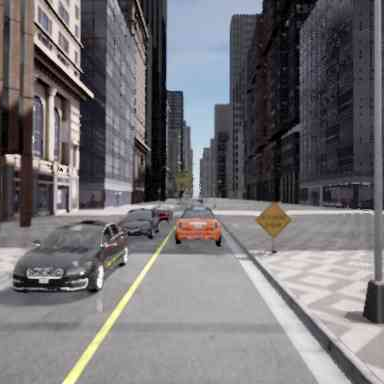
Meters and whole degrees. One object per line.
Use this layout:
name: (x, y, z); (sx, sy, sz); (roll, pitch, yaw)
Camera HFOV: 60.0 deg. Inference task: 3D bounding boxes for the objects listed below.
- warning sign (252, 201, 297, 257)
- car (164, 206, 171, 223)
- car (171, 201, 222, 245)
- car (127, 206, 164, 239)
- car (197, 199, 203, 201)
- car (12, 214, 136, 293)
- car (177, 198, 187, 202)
warning sign: (2.846, 1.260, 11.644); (1.300, 1.860, 1.060); (0, -1, 1)
car: (-2.697, 1.902, 28.900); (1.895, 1.301, 4.718); (0, -1, 1)
car: (0.299, 1.537, 16.633); (2.097, 1.767, 4.553); (0, -1, 1)
car: (-2.872, 1.694, 18.642); (1.837, 1.490, 4.892); (0, -1, 1)
car: (0.687, 2.063, 46.003); (1.994, 1.385, 4.181); (0, -1, 1)
car: (-3.001, 1.591, 9.218); (1.837, 1.490, 4.892); (0, -1, 1)
car: (-2.056, 2.065, 72.704); (2.097, 1.767, 4.553); (0, -1, 1)
